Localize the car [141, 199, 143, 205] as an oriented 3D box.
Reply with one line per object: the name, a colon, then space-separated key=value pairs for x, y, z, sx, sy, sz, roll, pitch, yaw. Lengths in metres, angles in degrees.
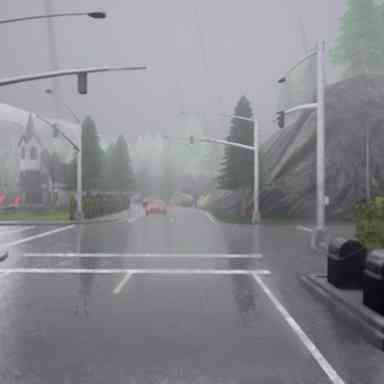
car: x=-6.961 y=1.915 z=55.408 sx=1.994 sy=1.385 sz=4.181 roll=0 pitch=0 yaw=-19

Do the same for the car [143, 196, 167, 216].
car: x=-3.776 y=1.580 z=35.970 sx=2.097 sy=1.767 sz=4.553 roll=0 pitch=0 yaw=-2

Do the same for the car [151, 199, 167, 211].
car: x=-4.586 y=1.795 z=45.778 sx=1.837 sy=1.490 sz=4.892 roll=0 pitch=0 yaw=-9
